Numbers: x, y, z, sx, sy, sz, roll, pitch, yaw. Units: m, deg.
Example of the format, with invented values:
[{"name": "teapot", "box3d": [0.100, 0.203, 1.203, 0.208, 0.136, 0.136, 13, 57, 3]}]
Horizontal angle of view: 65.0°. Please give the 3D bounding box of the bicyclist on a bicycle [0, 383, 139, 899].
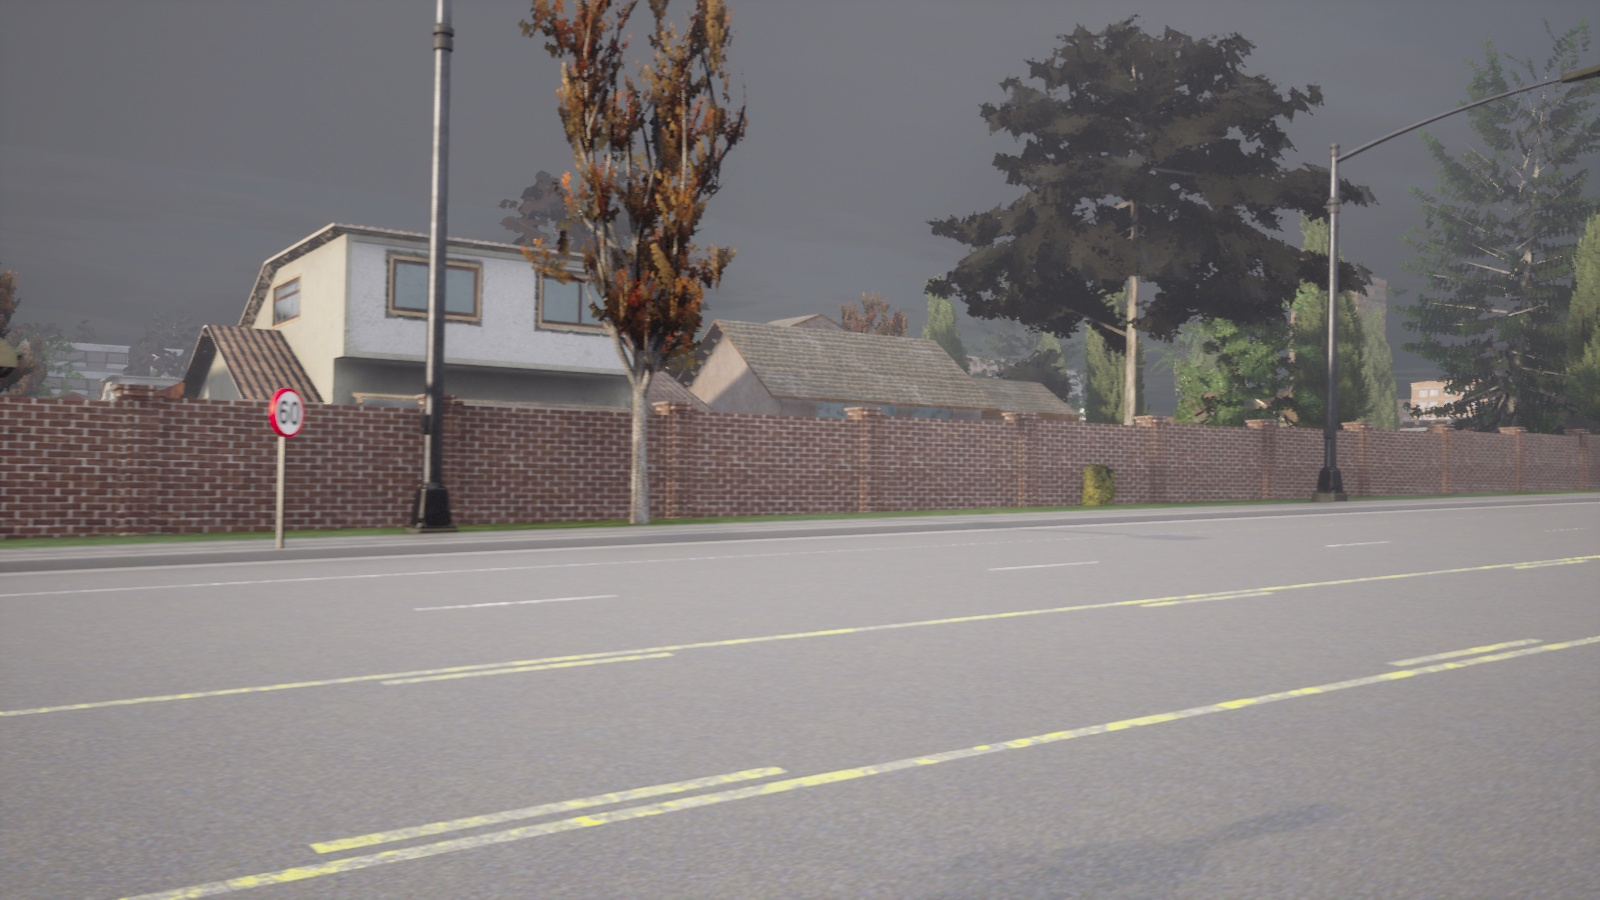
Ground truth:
[{"name": "bicyclist on a bicycle", "box3d": [-2.074, 0.691, 2.211, 1.509, 1.612, 0.866, 0, 0, -35]}]
